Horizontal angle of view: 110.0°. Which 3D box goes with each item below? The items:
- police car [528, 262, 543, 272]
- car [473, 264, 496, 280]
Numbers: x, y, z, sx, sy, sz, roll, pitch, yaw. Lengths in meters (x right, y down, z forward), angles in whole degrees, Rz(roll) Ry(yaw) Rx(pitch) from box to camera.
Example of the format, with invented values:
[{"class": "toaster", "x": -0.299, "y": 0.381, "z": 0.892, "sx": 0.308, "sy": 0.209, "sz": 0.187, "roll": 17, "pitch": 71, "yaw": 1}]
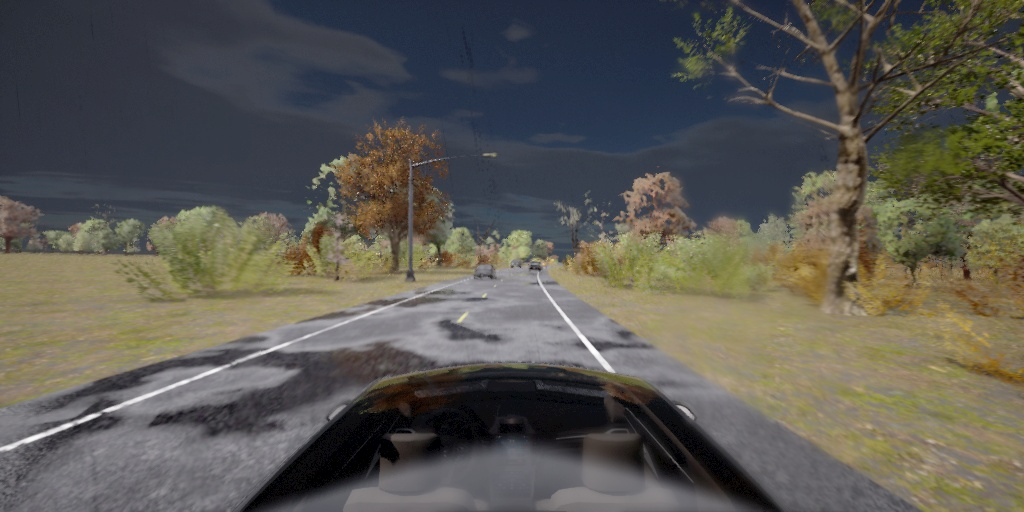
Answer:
[{"class": "police car", "x": 3.859, "y": 1.827, "z": 61.421, "sx": 1.930, "sy": 1.638, "sz": 5.238, "roll": 0, "pitch": -1, "yaw": 5}, {"class": "car", "x": -2.664, "y": 1.583, "z": 35.861, "sx": 1.837, "sy": 1.490, "sz": 4.892, "roll": 0, "pitch": 0, "yaw": 3}]
